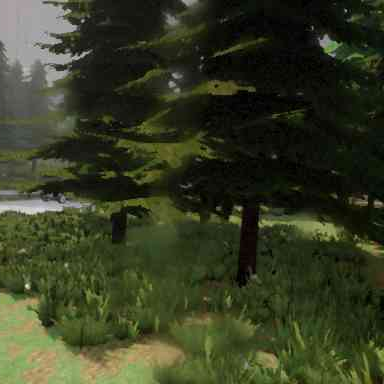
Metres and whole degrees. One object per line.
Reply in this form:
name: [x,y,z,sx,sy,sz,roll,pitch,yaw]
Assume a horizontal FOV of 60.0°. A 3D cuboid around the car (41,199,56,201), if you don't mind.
car: [-9.898,0.050,26.705,1.837,1.490,4.892,5,3,24]
